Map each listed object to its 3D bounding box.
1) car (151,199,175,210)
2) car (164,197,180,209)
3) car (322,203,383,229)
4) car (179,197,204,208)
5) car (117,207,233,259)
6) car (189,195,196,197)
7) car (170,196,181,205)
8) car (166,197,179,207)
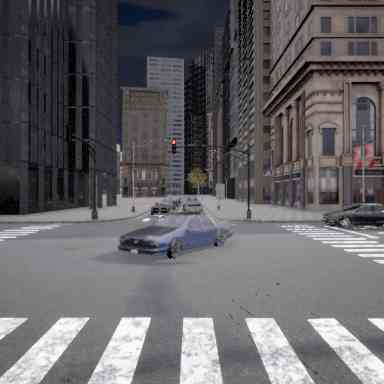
[{"bbox_3d":[-3.057,1.644,33.822,1.895,1.301,4.718,0,0,0],"label":"car"},{"bbox_3d":[-3.064,1.556,43.218,2.128,1.511,4.902,0,0,0],"label":"car"},{"bbox_3d":[10.784,1.503,20.982,4.892,1.490,1.837,0,0,1],"label":"car"},{"bbox_3d":[0.098,1.531,32.062,2.128,1.511,4.902,0,0,-1],"label":"car"},{"bbox_3d":[-0.343,1.516,12.788,2.033,1.411,5.357,-1,-1,35],"label":"car"},{"bbox_3d":[0.092,1.479,65.232,2.097,1.767,4.553,0,0,0],"label":"car"},{"bbox_3d":[-3.005,1.597,62.777,1.882,1.535,5.008,0,0,0],"label":"car"},{"bbox_3d":[-3.053,1.593,52.629,1.837,1.490,4.892,0,0,0],"label":"car"}]
